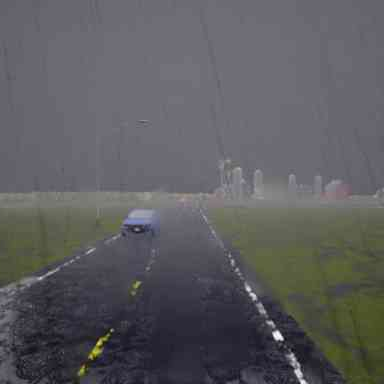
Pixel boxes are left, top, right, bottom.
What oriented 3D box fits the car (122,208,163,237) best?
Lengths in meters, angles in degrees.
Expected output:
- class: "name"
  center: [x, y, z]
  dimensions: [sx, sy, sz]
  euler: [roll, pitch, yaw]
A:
- class: "car"
  center: [-2.852, 1.713, 19.782]
  dimensions: [1.882, 1.535, 5.008]
  euler: [0, -1, 0]
